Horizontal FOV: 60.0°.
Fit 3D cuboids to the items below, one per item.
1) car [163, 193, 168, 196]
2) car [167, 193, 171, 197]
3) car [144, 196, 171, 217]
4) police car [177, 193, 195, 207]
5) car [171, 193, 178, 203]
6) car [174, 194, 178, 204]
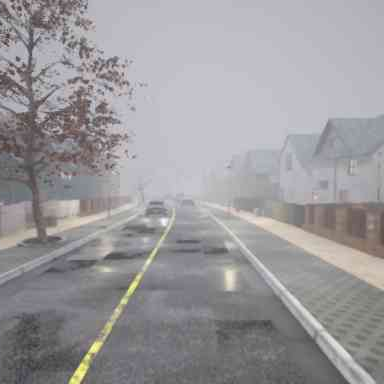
[{"bbox_3d":[-6.823,1.576,71.137,2.033,1.411,5.357,0,0,-8],"label":"car"},{"bbox_3d":[-6.071,1.224,83.720,2.150,2.045,5.566,0,0,-11],"label":"car"},{"bbox_3d":[-3.184,1.418,30.318,1.837,1.490,4.892,0,0,-2],"label":"car"},{"bbox_3d":[-0.713,1.347,49.813,1.930,1.638,5.238,0,0,-5],"label":"police car"},{"bbox_3d":[-2.464,1.214,65.742,2.150,2.045,5.566,0,0,-7],"label":"car"},{"bbox_3d":[-1.722,1.485,59.717,1.812,1.442,4.674,0,0,-7],"label":"car"}]
